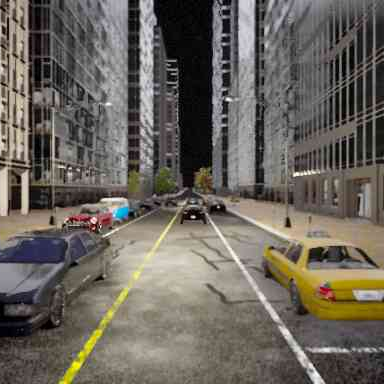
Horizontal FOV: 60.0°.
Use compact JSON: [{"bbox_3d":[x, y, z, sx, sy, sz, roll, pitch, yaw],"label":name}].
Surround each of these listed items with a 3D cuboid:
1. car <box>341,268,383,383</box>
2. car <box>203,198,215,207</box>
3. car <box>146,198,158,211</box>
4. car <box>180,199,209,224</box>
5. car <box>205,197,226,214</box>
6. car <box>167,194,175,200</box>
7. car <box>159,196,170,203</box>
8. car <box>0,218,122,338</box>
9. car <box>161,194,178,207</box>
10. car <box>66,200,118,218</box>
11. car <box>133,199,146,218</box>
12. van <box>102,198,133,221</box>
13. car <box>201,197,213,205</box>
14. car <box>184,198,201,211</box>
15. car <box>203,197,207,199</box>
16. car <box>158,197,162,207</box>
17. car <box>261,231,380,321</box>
[{"bbox_3d":[2.687,1.552,1.496,2.008,1.369,4.403,0,0,0],"label":"car"},{"bbox_3d":[2.665,1.585,52.730,1.802,1.307,4.206,0,0,0],"label":"car"},{"bbox_3d":[-5.711,1.574,41.350,1.947,1.339,4.313,0,0,0],"label":"car"},{"bbox_3d":[0.093,1.535,24.962,1.812,1.442,4.674,0,0,0],"label":"car"},{"bbox_3d":[2.673,1.575,35.653,1.947,1.339,4.313,0,0,0],"label":"car"},{"bbox_3d":[-5.731,1.400,92.581,1.967,1.590,4.097,0,0,0],"label":"car"},{"bbox_3d":[-5.722,1.536,69.811,1.887,1.381,4.507,0,0,0],"label":"car"},{"bbox_3d":[-3.104,1.552,7.171,2.033,1.411,5.357,0,0,0],"label":"car"},{"bbox_3d":[-3.101,1.507,49.929,1.837,1.490,4.892,0,1,0],"label":"car"},{"bbox_3d":[-5.702,1.449,18.581,1.967,1.590,4.097,0,0,0],"label":"car"},{"bbox_3d":[-5.706,1.576,29.966,1.947,1.339,4.313,0,0,0],"label":"car"},{"bbox_3d":[-5.704,1.351,24.272,1.690,1.788,3.998,0,0,0],"label":"van"},{"bbox_3d":[2.663,1.545,58.424,1.887,1.381,4.507,0,0,0],"label":"car"},{"bbox_3d":[0.082,1.555,42.843,2.033,1.411,5.357,0,0,0],"label":"car"},{"bbox_3d":[2.670,1.553,41.345,1.887,1.381,4.507,0,0,0],"label":"car"},{"bbox_3d":[-5.715,1.569,52.734,1.947,1.339,4.313,0,0,0],"label":"car"},{"bbox_3d":[2.684,1.530,7.360,1.752,1.417,4.829,0,0,0],"label":"car"}]
